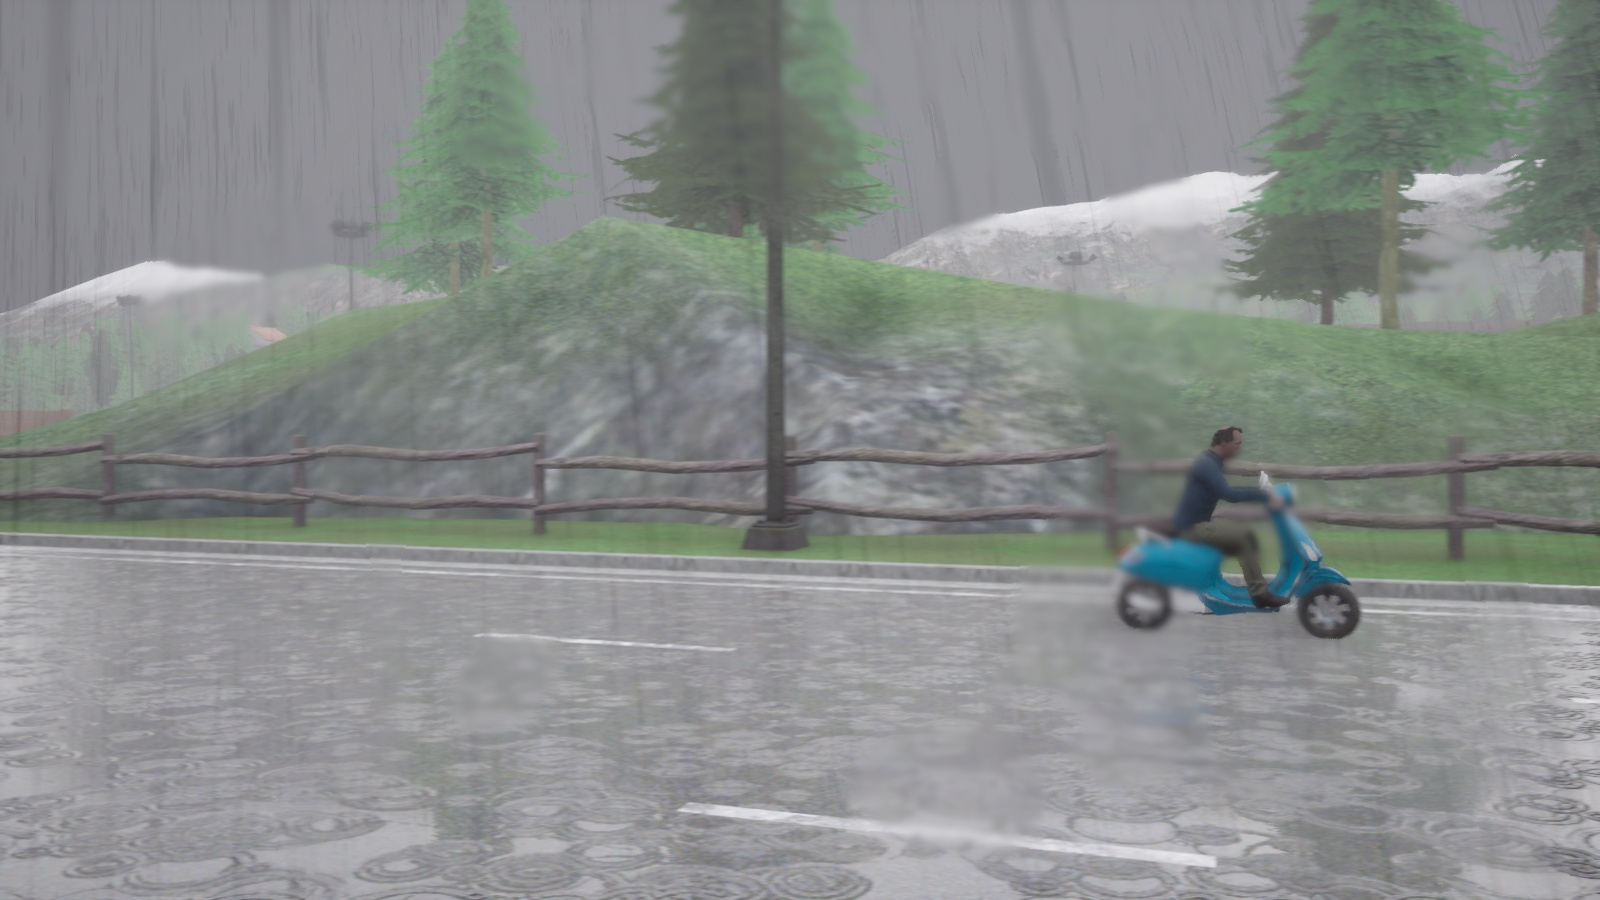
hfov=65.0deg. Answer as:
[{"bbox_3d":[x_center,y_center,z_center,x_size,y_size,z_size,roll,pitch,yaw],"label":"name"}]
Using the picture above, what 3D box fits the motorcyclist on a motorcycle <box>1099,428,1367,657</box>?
[{"bbox_3d":[3.236,0.639,9.488,1.817,1.590,0.866,1,1,19],"label":"motorcyclist on a motorcycle"}]
